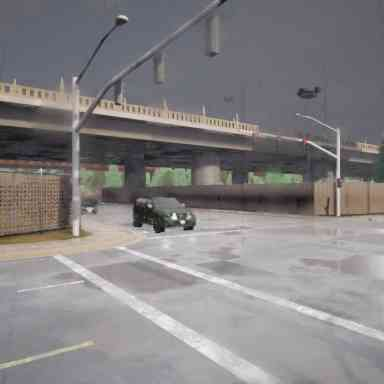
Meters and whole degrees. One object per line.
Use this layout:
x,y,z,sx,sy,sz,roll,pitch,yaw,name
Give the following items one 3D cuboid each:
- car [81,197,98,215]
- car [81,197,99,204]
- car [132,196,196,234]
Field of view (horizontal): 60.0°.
-11.218,1.547,34.014,2.128,1.511,4.902,0,0,-36,car
-19.747,1.619,64.291,1.994,1.385,4.181,0,0,-36,car
-1.884,1.275,20.309,2.150,2.045,5.566,0,0,-30,car
